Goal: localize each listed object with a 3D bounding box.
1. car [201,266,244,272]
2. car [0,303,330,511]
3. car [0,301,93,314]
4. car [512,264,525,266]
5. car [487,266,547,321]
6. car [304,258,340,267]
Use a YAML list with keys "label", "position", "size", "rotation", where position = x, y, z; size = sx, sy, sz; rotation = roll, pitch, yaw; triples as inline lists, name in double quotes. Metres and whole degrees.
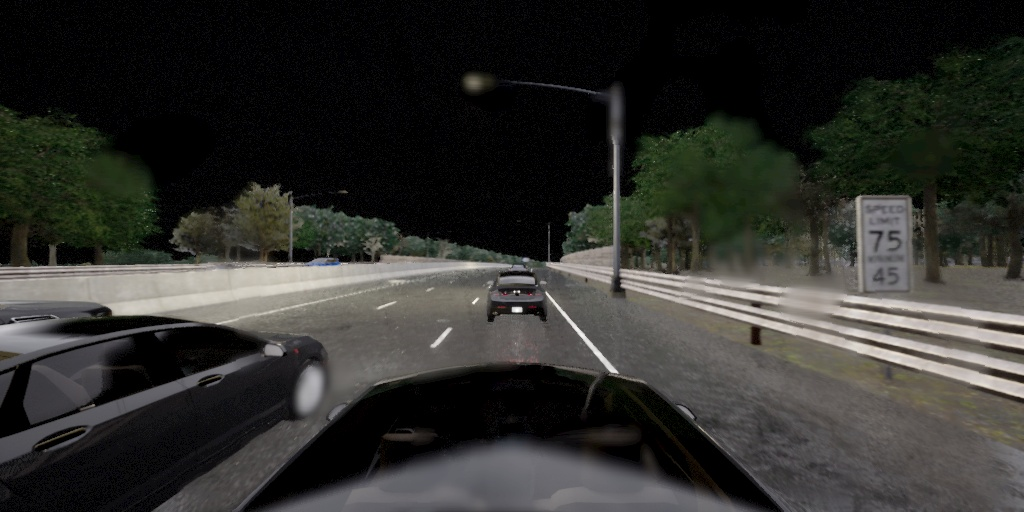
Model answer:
- label: "car"
  position: [-20.826, 1.405, 25.717]
  size: [1.994, 1.385, 4.181]
  rotation: [0, 0, 1]
- label: "car"
  position: [-3.387, 1.255, 2.946]
  size: [1.837, 1.490, 4.892]
  rotation: [0, 0, 0]
- label: "car"
  position: [-6.891, 0.970, 3.032]
  size: [2.150, 2.045, 5.566]
  rotation: [0, 0, 0]
- label: "car"
  position: [0.669, 1.498, 37.079]
  size: [1.994, 1.385, 4.181]
  rotation: [0, -1, 2]
- label: "car"
  position: [0.168, 1.276, 12.563]
  size: [1.837, 1.490, 4.892]
  rotation: [0, 0, 1]
- label: "car"
  position: [-23.755, 1.254, 45.028]
  size: [2.150, 2.045, 5.566]
  rotation: [0, -1, 2]
